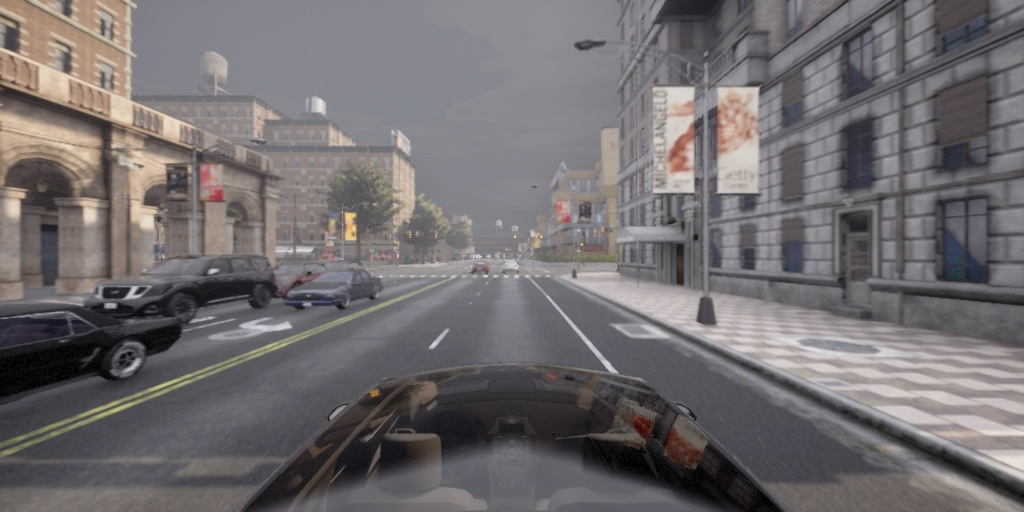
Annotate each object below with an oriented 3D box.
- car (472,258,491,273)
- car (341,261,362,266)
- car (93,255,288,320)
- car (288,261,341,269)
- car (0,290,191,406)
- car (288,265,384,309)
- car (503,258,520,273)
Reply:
[{"bbox_3d":[-3.646,1.275,42.383,1.812,1.442,4.674,0,0,-1],"label":"car"},{"bbox_3d":[-10.612,1.098,22.066,2.097,1.767,4.553,0,0,0],"label":"car"},{"bbox_3d":[-10.593,0.967,12.242,2.150,2.045,5.566,0,0,0],"label":"car"},{"bbox_3d":[-10.497,1.097,17.311,2.097,1.767,4.553,0,0,0],"label":"car"},{"bbox_3d":[-7.102,1.348,4.452,1.895,1.301,4.718,0,0,0],"label":"car"},{"bbox_3d":[-7.097,1.295,15.089,2.033,1.411,5.357,0,0,0],"label":"car"},{"bbox_3d":[-0.175,1.277,44.590,1.812,1.442,4.674,0,0,-1],"label":"car"}]
